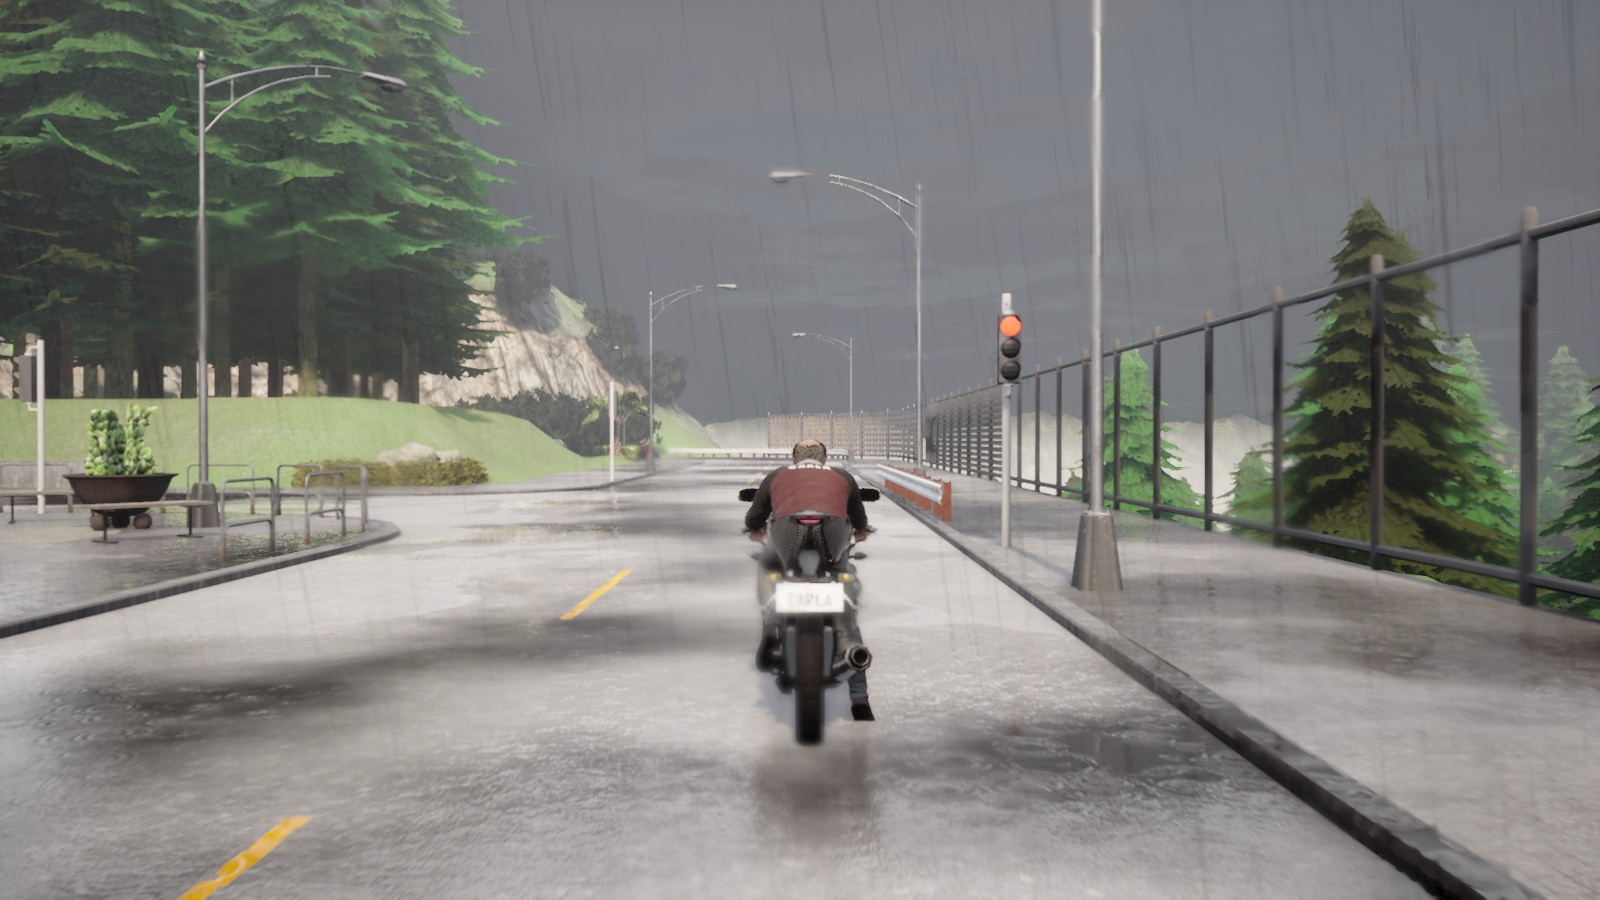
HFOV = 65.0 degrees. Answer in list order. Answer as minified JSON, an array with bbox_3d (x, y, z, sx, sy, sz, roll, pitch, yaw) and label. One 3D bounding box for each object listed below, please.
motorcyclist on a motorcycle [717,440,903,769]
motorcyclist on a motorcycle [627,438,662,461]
[{"bbox_3d":[0.052,0.713,6.943,0.866,1.530,2.191,0,1,0],"label":"motorcyclist on a motorcycle"},{"bbox_3d":[-10.306,-0.043,83.276,2.191,1.530,0.866,0,1,5],"label":"motorcyclist on a motorcycle"}]
